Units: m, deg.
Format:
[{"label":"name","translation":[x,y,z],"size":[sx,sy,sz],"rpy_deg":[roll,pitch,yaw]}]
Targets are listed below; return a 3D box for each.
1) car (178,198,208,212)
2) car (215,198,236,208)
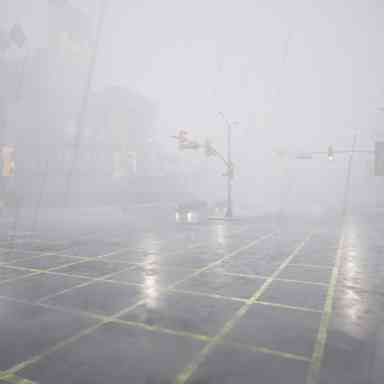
[{"label":"car","translation":[0.160,1.477,39.531],"size":[1.882,1.535,5.008],"rpy_deg":[0,0,27]},{"label":"car","translation":[5.029,1.600,49.911],"size":[1.895,1.301,4.718],"rpy_deg":[0,0,25]}]
